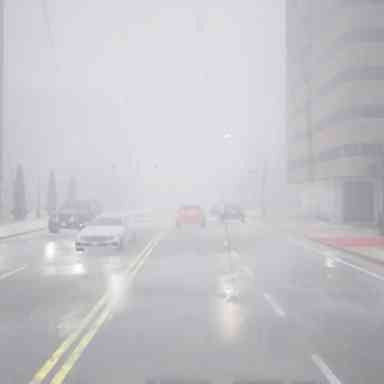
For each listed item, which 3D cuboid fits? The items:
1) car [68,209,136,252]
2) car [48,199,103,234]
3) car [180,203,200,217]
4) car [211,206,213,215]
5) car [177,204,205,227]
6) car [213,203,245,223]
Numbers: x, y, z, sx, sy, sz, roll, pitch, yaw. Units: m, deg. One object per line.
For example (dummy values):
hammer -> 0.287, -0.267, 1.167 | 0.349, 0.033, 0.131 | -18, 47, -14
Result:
car -> -3.683, 1.719, 14.942 | 1.812, 1.442, 4.674 | 0, -1, 0
car -> -7.255, 1.505, 21.505 | 2.150, 2.045, 5.566 | 0, -1, -1
car -> -0.289, 2.029, 38.110 | 2.033, 1.411, 5.357 | 0, -1, -3
car -> 3.274, 2.106, 40.247 | 1.895, 1.301, 4.718 | 0, -1, 0
car -> -0.100, 1.682, 26.047 | 2.097, 1.767, 4.553 | 0, -1, 0
car -> 3.369, 1.724, 29.803 | 2.097, 1.767, 4.553 | 0, -1, 0
